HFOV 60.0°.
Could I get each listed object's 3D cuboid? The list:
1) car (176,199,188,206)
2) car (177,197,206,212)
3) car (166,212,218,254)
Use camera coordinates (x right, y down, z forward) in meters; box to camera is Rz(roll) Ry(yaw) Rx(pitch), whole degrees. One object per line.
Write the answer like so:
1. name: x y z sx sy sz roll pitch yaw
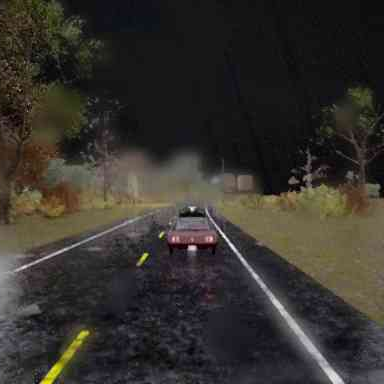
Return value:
1. car: -2.133 2.205 71.843 2.033 1.411 5.357 0 -1 3
2. car: 0.032 1.488 29.019 2.150 2.045 5.566 0 0 0
3. car: 0.016 1.733 14.110 1.895 1.301 4.718 0 0 0
